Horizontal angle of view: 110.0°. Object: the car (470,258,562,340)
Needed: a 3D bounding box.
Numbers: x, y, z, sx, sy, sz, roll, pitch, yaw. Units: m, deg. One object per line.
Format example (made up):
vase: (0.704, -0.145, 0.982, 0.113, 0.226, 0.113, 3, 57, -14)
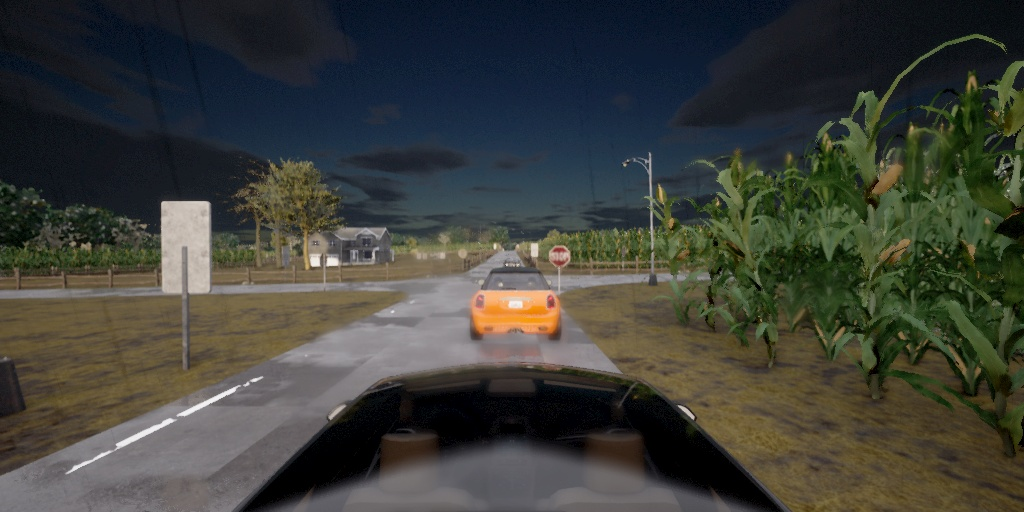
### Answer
car: (0.084, 1.067, 9.980, 2.097, 1.767, 4.553, 0, 0, 0)
